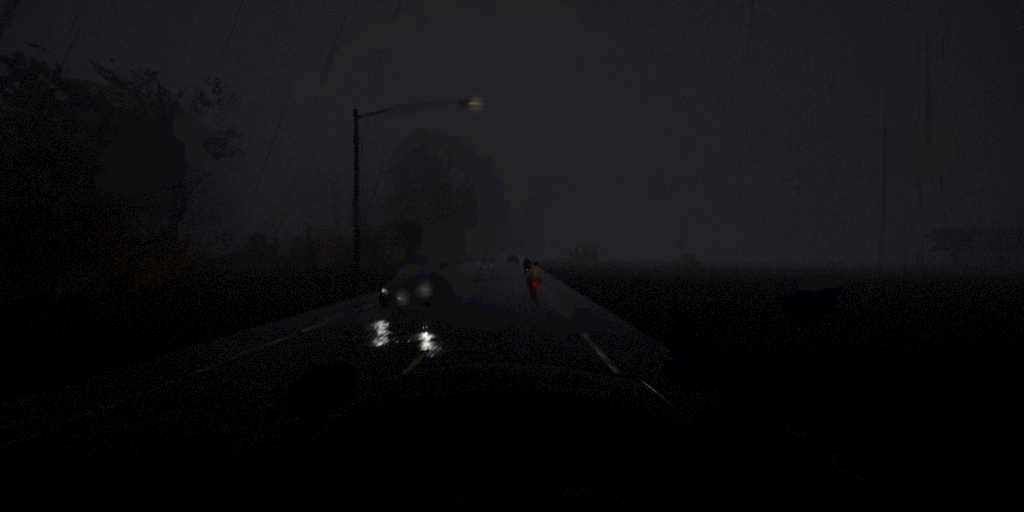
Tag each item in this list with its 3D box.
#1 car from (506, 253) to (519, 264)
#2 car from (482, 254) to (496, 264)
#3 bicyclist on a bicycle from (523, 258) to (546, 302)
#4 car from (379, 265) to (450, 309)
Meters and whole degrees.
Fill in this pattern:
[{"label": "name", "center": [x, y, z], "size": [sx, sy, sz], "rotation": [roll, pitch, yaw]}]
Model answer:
[{"label": "car", "center": [0.070, 0.468, 54.157], "size": [1.837, 1.490, 4.892], "rotation": [0, 1, 0]}, {"label": "car", "center": [-3.553, 0.422, 56.175], "size": [2.128, 1.511, 4.902], "rotation": [0, 1, 1]}, {"label": "bicyclist on a bicycle", "center": [0.942, 1.001, 14.425], "size": [0.866, 1.612, 1.509], "rotation": [0, 1, 0]}, {"label": "car", "center": [-3.598, 1.096, 14.013], "size": [1.812, 1.442, 4.674], "rotation": [0, 1, 0]}]
